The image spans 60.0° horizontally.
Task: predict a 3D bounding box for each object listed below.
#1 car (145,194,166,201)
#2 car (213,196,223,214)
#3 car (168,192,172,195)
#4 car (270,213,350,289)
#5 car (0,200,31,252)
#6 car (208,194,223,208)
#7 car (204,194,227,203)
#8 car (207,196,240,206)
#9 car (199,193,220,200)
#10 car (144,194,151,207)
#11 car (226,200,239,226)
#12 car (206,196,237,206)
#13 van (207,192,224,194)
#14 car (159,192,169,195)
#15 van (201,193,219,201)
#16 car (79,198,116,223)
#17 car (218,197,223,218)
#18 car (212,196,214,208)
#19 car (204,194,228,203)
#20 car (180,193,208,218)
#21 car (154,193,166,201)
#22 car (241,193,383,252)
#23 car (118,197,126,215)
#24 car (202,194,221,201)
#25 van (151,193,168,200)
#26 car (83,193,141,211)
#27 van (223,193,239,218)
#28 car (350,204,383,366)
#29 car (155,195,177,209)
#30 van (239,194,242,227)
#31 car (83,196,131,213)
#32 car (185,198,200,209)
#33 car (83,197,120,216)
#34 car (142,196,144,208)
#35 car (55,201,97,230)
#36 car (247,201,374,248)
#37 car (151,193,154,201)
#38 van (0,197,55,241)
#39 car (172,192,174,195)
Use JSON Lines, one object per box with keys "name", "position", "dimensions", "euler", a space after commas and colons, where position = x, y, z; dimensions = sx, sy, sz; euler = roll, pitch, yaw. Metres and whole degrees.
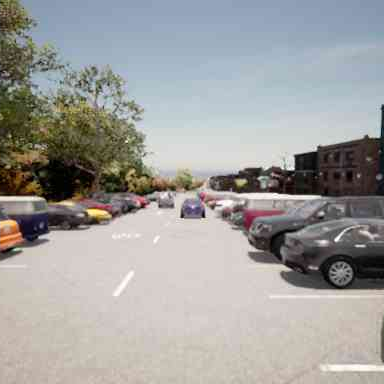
{"name": "car", "position": [-8.510, 1.282, 77.985], "dimensions": [4.553, 1.767, 2.185], "euler": [0, 0, 0]}
{"name": "car", "position": [4.708, 1.373, 30.820], "dimensions": [4.892, 1.521, 2.231], "euler": [0, 0, 0]}
{"name": "car", "position": [-8.520, 1.162, 83.538], "dimensions": [5.566, 2.045, 2.435], "euler": [0, 0, 0]}
{"name": "car", "position": [4.735, 1.427, 8.388], "dimensions": [4.892, 1.521, 2.231], "euler": [0, 0, 0]}
{"name": "car", "position": [-8.310, 1.289, 11.140], "dimensions": [4.553, 1.767, 2.185], "euler": [0, 0, 0]}
{"name": "car", "position": [4.691, 1.366, 39.225], "dimensions": [5.008, 1.535, 2.097], "euler": [0, 0, 0]}
{"name": "car", "position": [4.655, 1.271, 67.255], "dimensions": [4.553, 1.767, 2.185], "euler": [0, 0, 0]}
{"name": "car", "position": [4.690, 1.407, 50.435], "dimensions": [4.792, 1.488, 2.163], "euler": [0, 0, 0]}
{"name": "car", "position": [4.603, 1.171, 89.682], "dimensions": [5.566, 2.045, 2.435], "euler": [0, 0, 0]}
{"name": "car", "position": [-8.371, 1.115, 41.773], "dimensions": [5.566, 2.045, 2.435], "euler": [0, 0, 0]}
{"name": "car", "position": [4.733, 1.397, 19.602], "dimensions": [4.892, 1.521, 2.231], "euler": [0, 0, 0]}
{"name": "car", "position": [4.684, 1.410, 53.238], "dimensions": [4.792, 1.488, 2.163], "euler": [0, 0, 0]}
{"name": "van", "position": [4.784, 1.148, 47.632], "dimensions": [4.442, 1.987, 1.878], "euler": [0, 0, 0]}
{"name": "car", "position": [-8.282, 1.398, 72.435], "dimensions": [5.366, 1.575, 1.946], "euler": [0, 0, 0]}
{"name": "van", "position": [4.471, 1.190, 84.074], "dimensions": [4.442, 1.987, 1.878], "euler": [0, 0, 0]}
{"name": "car", "position": [-8.172, 1.386, 22.279], "dimensions": [5.366, 1.575, 1.946], "euler": [0, 0, 0]}
{"name": "car", "position": [4.721, 1.384, 25.209], "dimensions": [5.008, 1.535, 2.097], "euler": [0, 0, 0]}
{"name": "car", "position": [4.727, 1.398, 33.617], "dimensions": [4.792, 1.488, 2.163], "euler": [0, 0, 0]}
{"name": "car", "position": [4.662, 1.268, 64.451], "dimensions": [4.553, 1.767, 2.185], "euler": [0, 0, 0]}
{"name": "car", "position": [0.060, 1.247, 29.256], "dimensions": [2.097, 1.767, 4.553], "euler": [0, 0, -1]}
{"name": "car", "position": [-8.466, 1.399, 69.658], "dimensions": [4.892, 1.521, 2.231], "euler": [0, 0, 0]}
{"name": "car", "position": [4.711, 1.166, 11.193], "dimensions": [5.566, 2.045, 2.435], "euler": [0, 0, 0]}
{"name": "car", "position": [-8.340, 1.407, 27.850], "dimensions": [4.792, 1.488, 2.163], "euler": [0, 0, 0]}
{"name": "car", "position": [4.569, 1.284, 78.468], "dimensions": [4.553, 1.767, 2.185], "euler": [0, 0, 0]}
{"name": "van", "position": [-8.620, 1.194, 89.088], "dimensions": [4.442, 1.987, 1.878], "euler": [0, 0, 0]}
{"name": "car", "position": [-8.353, 1.116, 33.418], "dimensions": [5.566, 2.045, 2.435], "euler": [0, 0, 0]}
{"name": "van", "position": [4.606, 1.164, 22.404], "dimensions": [4.442, 1.987, 1.878], "euler": [0, 0, 0]}
{"name": "car", "position": [4.716, 1.208, 2.783], "dimensions": [5.566, 2.045, 2.435], "euler": [0, 0, 0]}
{"name": "car", "position": [-3.333, 1.454, 43.612], "dimensions": [1.994, 1.385, 4.181], "euler": [0, 0, 0]}
{"name": "van", "position": [4.848, 1.176, 16.798], "dimensions": [4.442, 1.987, 1.878], "euler": [0, 0, 0]}
{"name": "car", "position": [-8.404, 1.401, 30.635], "dimensions": [4.792, 1.488, 2.163], "euler": [0, 0, 0]}
{"name": "car", "position": [0.024, 1.492, 45.351], "dimensions": [1.895, 1.301, 4.718], "euler": [0, 0, 0]}
{"name": "car", "position": [-8.358, 1.383, 25.065], "dimensions": [5.008, 1.535, 2.097], "euler": [0, 0, 0]}
{"name": "car", "position": [-8.391, 1.405, 38.865], "dimensions": [4.674, 1.452, 2.002], "euler": [0, 0, 0]}
{"name": "car", "position": [-8.350, 1.434, 19.493], "dimensions": [4.674, 1.452, 2.002], "euler": [0, 0, 0]}
{"name": "car", "position": [4.767, 1.282, 13.994], "dimensions": [4.553, 1.767, 2.185], "euler": [0, 0, 0]}
{"name": "car", "position": [-8.377, 1.118, 44.435], "dimensions": [5.566, 2.045, 2.435], "euler": [0, 0, 0]}
{"name": "van", "position": [-8.460, 1.180, 13.920], "dimensions": [4.442, 1.987, 1.878], "euler": [0, 0, 0]}
{"name": "car", "position": [-8.538, 1.172, 91.864], "dimensions": [5.566, 2.045, 2.435], "euler": [0, 0, 0]}
